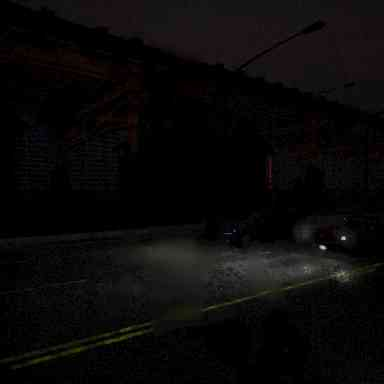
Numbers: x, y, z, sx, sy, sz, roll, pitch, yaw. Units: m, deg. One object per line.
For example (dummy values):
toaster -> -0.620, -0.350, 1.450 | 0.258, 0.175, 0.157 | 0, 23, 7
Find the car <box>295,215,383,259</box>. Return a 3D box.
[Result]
car -> 6.314, 1.601, 12.757 | 4.718, 1.301, 1.895 | 0, 0, -35

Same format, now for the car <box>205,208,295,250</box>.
car -> 2.828, 1.477, 14.576 | 5.008, 1.535, 1.882 | 0, 0, -35
